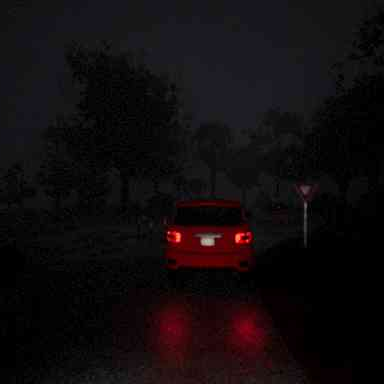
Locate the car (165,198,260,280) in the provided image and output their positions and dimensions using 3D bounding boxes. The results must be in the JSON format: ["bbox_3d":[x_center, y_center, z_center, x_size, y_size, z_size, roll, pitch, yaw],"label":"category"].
[{"bbox_3d":[0.648,1.172,9.999,2.150,2.045,5.566,0,0,7],"label":"car"}]

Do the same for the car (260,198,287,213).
[{"bbox_3d":[8.189,1.311,33.808,1.882,1.535,5.008,1,0,1],"label":"car"}]
